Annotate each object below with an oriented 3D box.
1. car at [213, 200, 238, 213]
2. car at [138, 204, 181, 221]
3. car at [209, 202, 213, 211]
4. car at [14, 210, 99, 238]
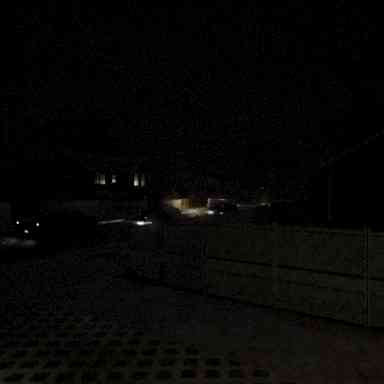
[{"bbox_3d":[4.584,1.973,42.252,2.128,1.511,4.902,1,0,18],"label":"car"},{"bbox_3d":[-2.837,1.805,30.229,2.033,1.411,5.357,1,0,23],"label":"car"},{"bbox_3d":[3.923,1.995,49.526,1.882,1.535,5.008,1,-1,17],"label":"car"},{"bbox_3d":[-7.571,1.727,19.009,1.895,1.301,4.718,1,0,24],"label":"car"}]
